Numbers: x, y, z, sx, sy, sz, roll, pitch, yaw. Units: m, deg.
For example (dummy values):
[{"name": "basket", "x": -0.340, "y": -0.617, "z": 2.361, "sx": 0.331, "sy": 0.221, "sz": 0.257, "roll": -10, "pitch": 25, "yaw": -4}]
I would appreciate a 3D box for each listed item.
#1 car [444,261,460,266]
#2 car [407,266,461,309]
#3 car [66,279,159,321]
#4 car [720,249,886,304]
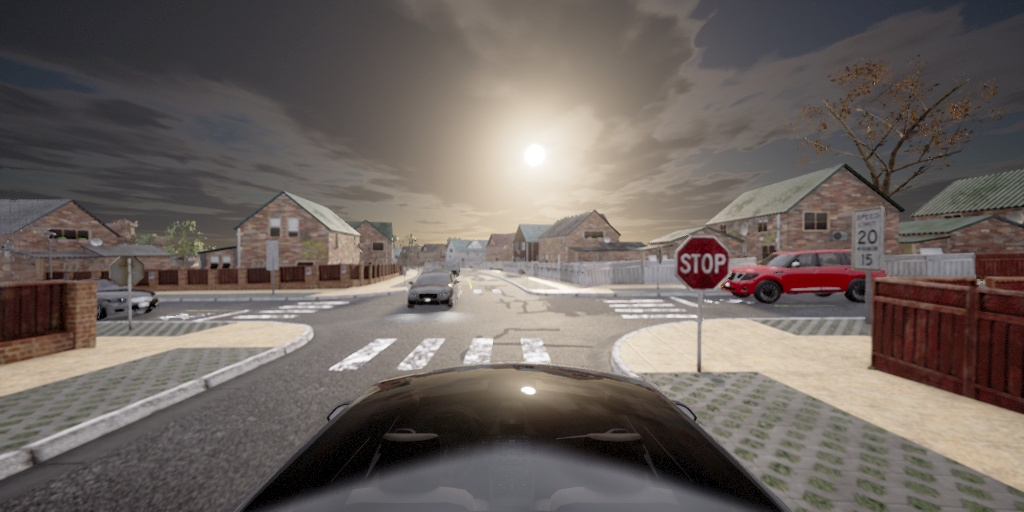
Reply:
[{"name": "car", "x": -7.341, "y": 1.526, "z": 43.149, "sx": 2.097, "sy": 1.767, "sz": 4.553, "roll": 0, "pitch": -1, "yaw": -12}, {"name": "car", "x": -3.418, "y": 1.422, "z": 16.172, "sx": 1.837, "sy": 1.490, "sz": 4.892, "roll": -1, "pitch": 0, "yaw": -4}, {"name": "car", "x": -16.896, "y": 1.695, "z": 14.307, "sx": 4.902, "sy": 1.511, "sz": 2.128, "roll": -1, "pitch": 1, "yaw": 5}, {"name": "car", "x": 11.686, "y": 0.772, "z": 14.633, "sx": 5.566, "sy": 2.045, "sz": 2.150, "roll": -1, "pitch": 1, "yaw": 5}]
